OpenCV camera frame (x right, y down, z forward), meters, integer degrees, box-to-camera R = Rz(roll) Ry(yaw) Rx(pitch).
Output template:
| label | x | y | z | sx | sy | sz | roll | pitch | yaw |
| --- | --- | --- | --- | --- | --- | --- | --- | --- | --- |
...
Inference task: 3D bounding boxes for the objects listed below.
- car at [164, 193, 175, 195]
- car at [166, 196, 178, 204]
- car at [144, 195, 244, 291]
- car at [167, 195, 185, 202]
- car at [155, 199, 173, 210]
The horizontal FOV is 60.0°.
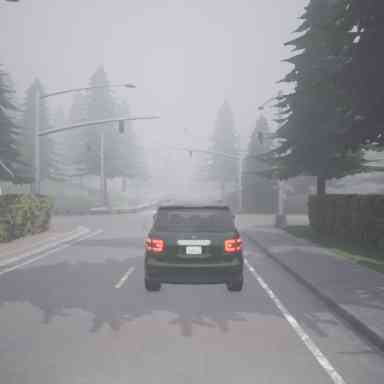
| label | x | y | z | sx | sy | sz | roll | pitch | yaw |
| --- | --- | --- | --- | --- | --- | --- | --- | --- | --- |
| car | -3.654 | 1.219 | 54.315 | 2.150 | 2.045 | 5.566 | 0 | 0 | -1 |
| car | -3.987 | 1.502 | 64.650 | 1.837 | 1.490 | 4.892 | 0 | 0 | -9 |
| car | 0.052 | 1.221 | 9.118 | 2.150 | 2.045 | 5.566 | 0 | 0 | 0 |
| car | -3.631 | 1.521 | 74.067 | 1.812 | 1.442 | 4.674 | 0 | 0 | -35 |
| car | -3.650 | 1.599 | 43.949 | 1.895 | 1.301 | 4.718 | 0 | 0 | 0 |
